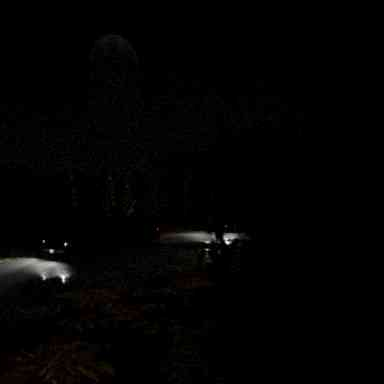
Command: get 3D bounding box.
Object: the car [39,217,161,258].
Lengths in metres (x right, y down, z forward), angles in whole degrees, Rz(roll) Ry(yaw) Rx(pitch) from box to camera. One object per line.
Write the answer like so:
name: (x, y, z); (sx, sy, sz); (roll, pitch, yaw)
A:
car: (-3.624, 1.786, 14.320); (2.033, 1.411, 5.357); (-1, -1, 35)
